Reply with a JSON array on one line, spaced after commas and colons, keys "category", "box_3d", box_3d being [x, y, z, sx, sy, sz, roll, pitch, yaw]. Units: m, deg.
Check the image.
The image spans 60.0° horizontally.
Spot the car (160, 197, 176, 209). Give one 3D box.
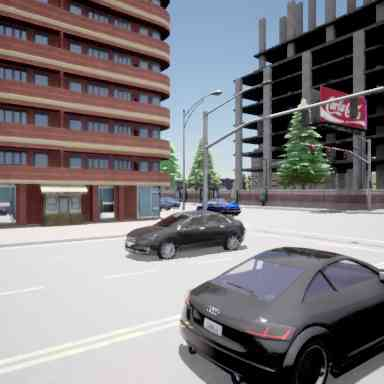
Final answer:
[{"category": "car", "box_3d": [-4.266, 1.564, 40.856, 1.994, 1.385, 4.181, 0, 0, -36]}]

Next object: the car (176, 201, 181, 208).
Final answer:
[{"category": "car", "box_3d": [-3.400, 1.478, 45.631, 1.882, 1.535, 5.008, 0, 0, -36]}]

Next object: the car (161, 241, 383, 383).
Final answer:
[{"category": "car", "box_3d": [1.880, 1.564, 5.103, 4.181, 1.385, 1.994, 0, 0, -35]}]

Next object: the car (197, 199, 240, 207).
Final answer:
[{"category": "car", "box_3d": [2.522, 1.601, 31.443, 1.895, 1.301, 4.718, 0, 0, -35]}]

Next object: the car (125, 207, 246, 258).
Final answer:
[{"category": "car", "box_3d": [-0.121, 1.504, 12.513, 4.892, 1.490, 1.837, 0, 0, -36]}]
